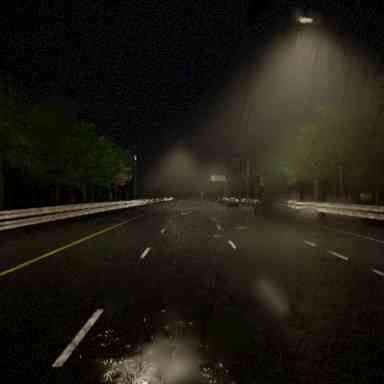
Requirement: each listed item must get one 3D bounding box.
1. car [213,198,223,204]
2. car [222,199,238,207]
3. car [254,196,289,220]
[{"bbox_3d":[7.397,2.358,87.263,2.033,1.411,5.357,0,-1,1],"label":"car"},{"bbox_3d":[7.183,2.028,60.113,2.033,1.411,5.357,0,-1,0],"label":"car"},{"bbox_3d":[7.042,1.364,29.807,2.150,2.045,5.566,0,0,0],"label":"car"}]
